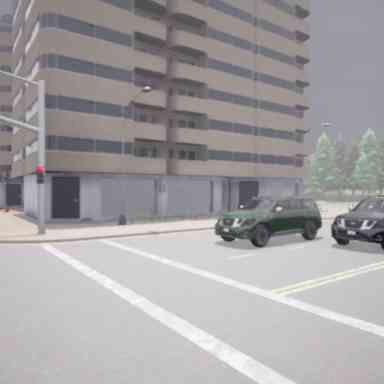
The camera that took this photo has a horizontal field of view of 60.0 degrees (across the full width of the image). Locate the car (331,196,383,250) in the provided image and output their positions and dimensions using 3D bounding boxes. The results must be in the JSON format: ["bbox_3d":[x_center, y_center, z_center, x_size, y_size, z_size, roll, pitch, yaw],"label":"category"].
[{"bbox_3d":[8.290,1.192,14.203,5.566,2.045,2.150,0,0,-35],"label":"car"}]

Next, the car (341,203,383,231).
[{"bbox_3d":[11.463,1.483,20.760,4.674,1.442,1.812,0,0,-35],"label":"car"}]

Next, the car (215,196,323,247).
[{"bbox_3d":[3.642,1.198,15.186,5.566,2.045,2.150,0,0,-36],"label":"car"}]
